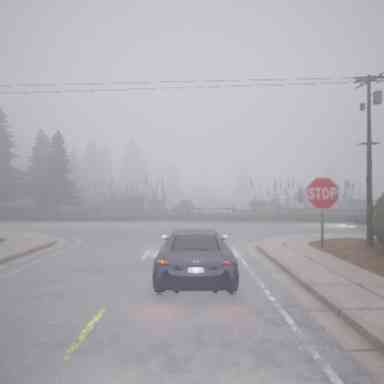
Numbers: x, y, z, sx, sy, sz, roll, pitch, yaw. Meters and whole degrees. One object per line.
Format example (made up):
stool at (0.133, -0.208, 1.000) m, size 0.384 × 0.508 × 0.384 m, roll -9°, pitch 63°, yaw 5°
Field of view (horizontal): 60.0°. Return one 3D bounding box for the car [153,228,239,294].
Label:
car at (0.081, 1.657, 9.086) m, size 1.994 × 1.385 × 4.181 m, roll 0°, pitch -1°, yaw 0°

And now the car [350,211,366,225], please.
car at (13.809, 1.772, 24.193) m, size 4.181 × 1.385 × 1.994 m, roll 0°, pitch -1°, yaw 3°
